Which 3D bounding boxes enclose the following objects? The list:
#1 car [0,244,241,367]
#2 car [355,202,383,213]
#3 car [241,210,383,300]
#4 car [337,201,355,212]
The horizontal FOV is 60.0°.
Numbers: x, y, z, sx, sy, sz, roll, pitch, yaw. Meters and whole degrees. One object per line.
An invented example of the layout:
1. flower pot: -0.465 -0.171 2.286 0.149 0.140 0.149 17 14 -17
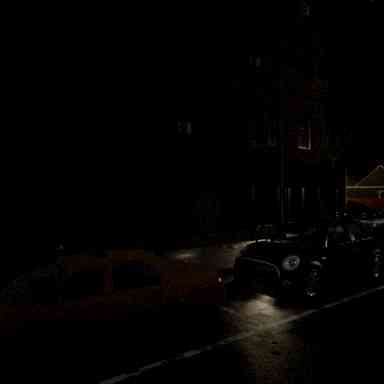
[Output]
1. car: -1.678 1.525 4.988 4.829 1.417 1.752 0 0 -36
2. car: 14.377 1.595 29.820 1.837 1.490 4.892 0 0 -36
3. car: 2.948 1.440 8.300 4.097 1.590 1.967 0 0 -36
4. car: 11.069 1.603 28.879 1.837 1.490 4.892 0 0 -33
